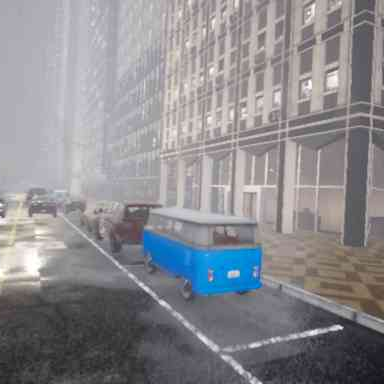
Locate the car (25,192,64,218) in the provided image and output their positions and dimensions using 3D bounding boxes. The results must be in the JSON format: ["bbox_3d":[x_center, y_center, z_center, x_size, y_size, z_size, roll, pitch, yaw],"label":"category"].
[{"bbox_3d":[-11.186,1.040,24.892,2.128,1.511,4.902,3,0,-26],"label":"car"}]

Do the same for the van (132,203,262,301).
[{"bbox_3d":[0.012,1.354,8.243,1.690,1.788,3.998,2,0,-26],"label":"van"}]

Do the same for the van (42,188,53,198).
[{"bbox_3d":[-27.914,0.168,64.352,1.690,1.788,3.998,2,0,-26],"label":"van"}]

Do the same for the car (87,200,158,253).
[{"bbox_3d":[-2.526,1.225,13.344,2.192,1.841,5.009,2,0,-26],"label":"car"}]

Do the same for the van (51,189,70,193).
[{"bbox_3d":[-15.221,0.722,38.849,1.690,1.788,3.998,2,0,-26],"label":"van"}]

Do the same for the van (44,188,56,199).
[{"bbox_3d":[-25.375,0.280,59.250,1.690,1.788,3.998,2,0,-26],"label":"van"}]

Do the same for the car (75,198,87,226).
[{"bbox_3d":[-5.149,1.330,18.597,1.752,1.417,4.829,2,0,-26],"label":"car"}]

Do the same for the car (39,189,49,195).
[{"bbox_3d":[-35.539,0.051,79.654,1.947,1.339,4.313,2,0,-26],"label":"car"}]

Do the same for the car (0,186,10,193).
[{"bbox_3d":[-45.566,-0.520,81.017,1.967,1.590,4.097,2,0,-26],"label":"car"}]

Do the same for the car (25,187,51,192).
[{"bbox_3d":[-17.566,0.501,37.652,2.150,2.045,5.566,3,0,-26],"label":"car"}]

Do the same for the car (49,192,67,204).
[{"bbox_3d":[-17.768,0.815,43.949,1.887,1.381,4.507,2,0,-26],"label":"car"}]

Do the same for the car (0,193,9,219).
[{"bbox_3d":[-13.749,0.982,22.966,2.033,1.411,5.357,3,0,-26],"label":"car"}]

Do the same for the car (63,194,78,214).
[{"bbox_3d":[-10.153,1.147,28.648,2.008,1.369,4.403,2,0,-26],"label":"car"}]

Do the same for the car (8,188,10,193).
[{"bbox_3d":[-40.494,-0.180,70.816,2.008,1.369,4.403,2,0,-26],"label":"car"}]

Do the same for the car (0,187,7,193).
[{"bbox_3d":[-35.417,0.041,60.615,1.887,1.381,4.507,2,0,-26],"label":"car"}]
